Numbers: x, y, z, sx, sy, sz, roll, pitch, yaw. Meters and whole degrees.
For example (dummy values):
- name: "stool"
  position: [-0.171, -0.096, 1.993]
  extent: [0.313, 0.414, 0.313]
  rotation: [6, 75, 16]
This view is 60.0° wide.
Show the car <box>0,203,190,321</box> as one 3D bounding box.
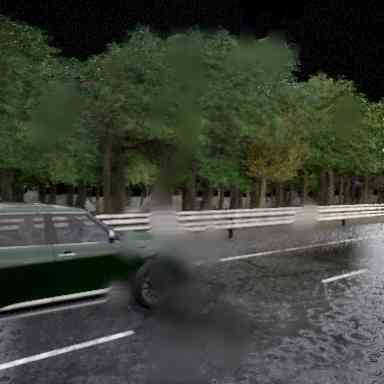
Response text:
- name: "car"
  position: [-2.701, 1.222, 6.137]
  extent: [5.566, 2.045, 2.150]
  rotation: [0, 0, -36]
